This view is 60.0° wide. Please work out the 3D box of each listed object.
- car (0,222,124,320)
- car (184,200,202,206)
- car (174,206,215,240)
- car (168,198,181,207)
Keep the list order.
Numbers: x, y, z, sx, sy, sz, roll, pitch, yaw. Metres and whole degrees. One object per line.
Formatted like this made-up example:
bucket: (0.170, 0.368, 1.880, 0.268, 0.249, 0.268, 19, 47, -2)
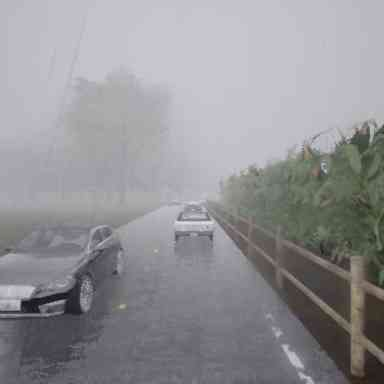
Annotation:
car: (-2.850, 1.498, 7.628, 2.128, 1.511, 4.902, 0, 0, 0)
car: (0.091, 1.592, 34.978, 1.812, 1.442, 4.674, 0, 0, 0)
car: (0.097, 1.621, 17.186, 1.895, 1.301, 4.718, 0, 0, 0)
car: (-2.770, 1.685, 54.975, 1.994, 1.385, 4.181, 0, 0, 0)
